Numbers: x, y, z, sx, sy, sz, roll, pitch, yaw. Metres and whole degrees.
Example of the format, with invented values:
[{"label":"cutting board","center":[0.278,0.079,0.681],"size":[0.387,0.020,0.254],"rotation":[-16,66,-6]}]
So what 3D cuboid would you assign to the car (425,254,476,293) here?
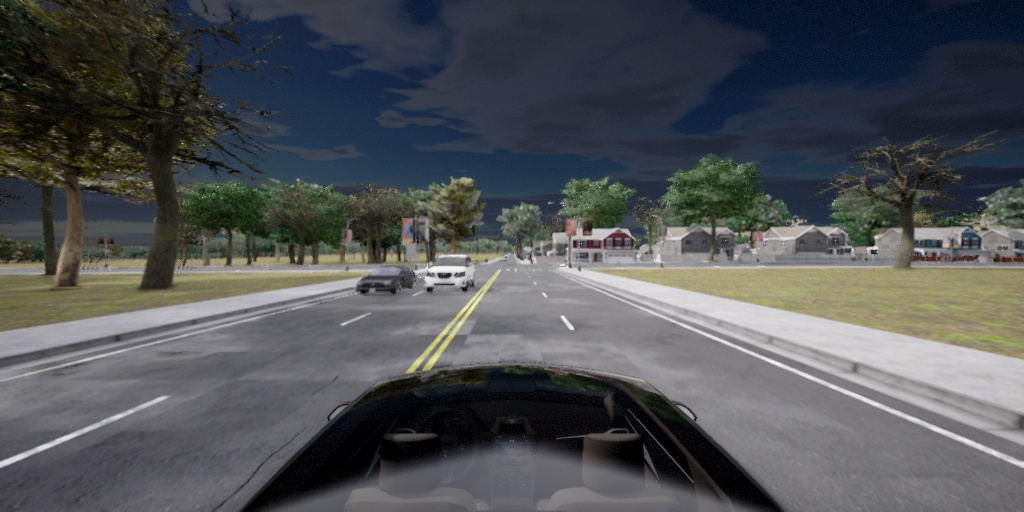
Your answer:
[{"label":"car","center":[-3.344,0.914,20.427],"size":[2.150,2.045,5.566],"rotation":[0,0,0]}]

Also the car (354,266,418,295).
[{"label":"car","center":[-6.594,1.241,19.568],"size":[2.033,1.411,5.357],"rotation":[0,0,0]}]
